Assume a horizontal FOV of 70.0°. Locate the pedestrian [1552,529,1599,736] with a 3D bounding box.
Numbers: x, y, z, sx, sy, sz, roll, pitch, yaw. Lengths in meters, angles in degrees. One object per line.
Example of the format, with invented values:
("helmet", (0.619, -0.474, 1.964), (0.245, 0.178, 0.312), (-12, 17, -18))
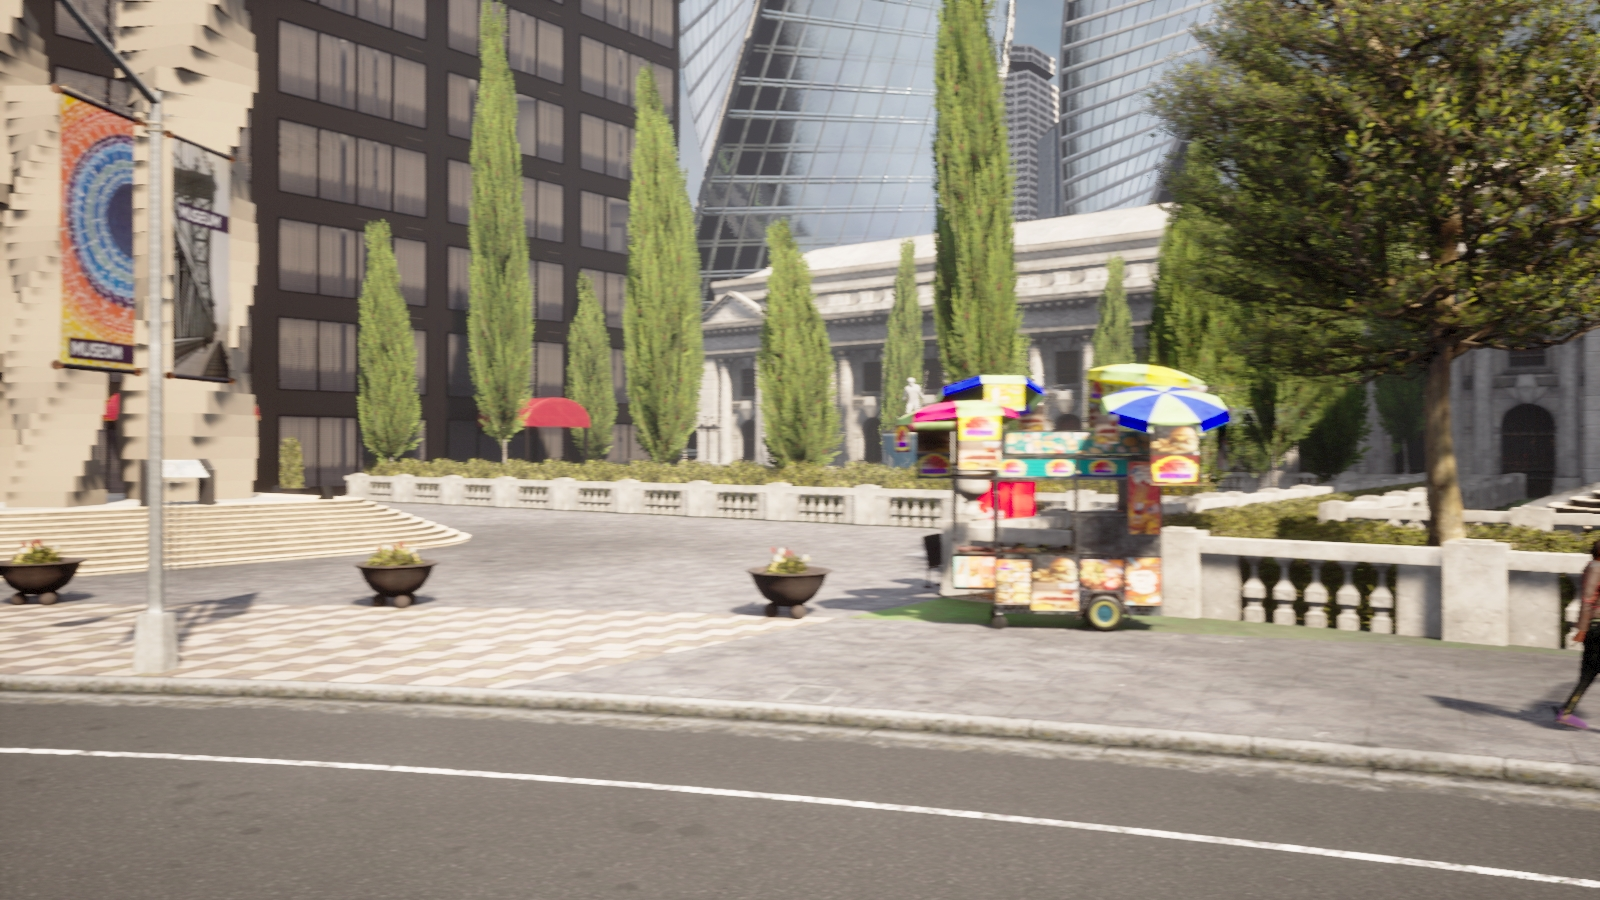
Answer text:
("pedestrian", (7.280, 1.687, 10.675), (0.375, 1.860, 0.375), (0, 0, 24))
